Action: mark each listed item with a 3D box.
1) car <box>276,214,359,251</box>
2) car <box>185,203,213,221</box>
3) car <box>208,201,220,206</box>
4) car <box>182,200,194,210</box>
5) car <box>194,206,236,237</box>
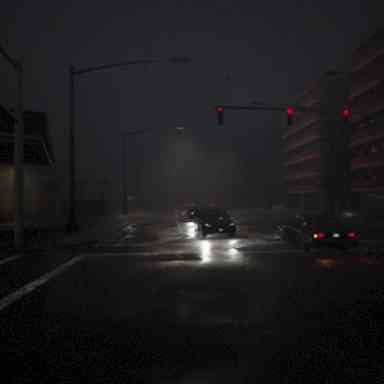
[{"bbox_3d":[5.327,1.702,14.874,2.033,1.411,5.357,-1,-1,-1],"label":"car"},{"bbox_3d":[0.612,2.062,33.046,1.895,1.301,4.718,-1,-1,-3],"label":"car"},{"bbox_3d":[3.219,2.171,50.759,2.128,1.511,4.902,-1,-1,-3],"label":"car"},{"bbox_3d":[-0.673,2.158,56.661,2.097,1.767,4.553,-1,-1,-3],"label":"car"},{"bbox_3d":[1.392,1.799,20.161,1.812,1.442,4.674,-1,-1,-4],"label":"car"}]
